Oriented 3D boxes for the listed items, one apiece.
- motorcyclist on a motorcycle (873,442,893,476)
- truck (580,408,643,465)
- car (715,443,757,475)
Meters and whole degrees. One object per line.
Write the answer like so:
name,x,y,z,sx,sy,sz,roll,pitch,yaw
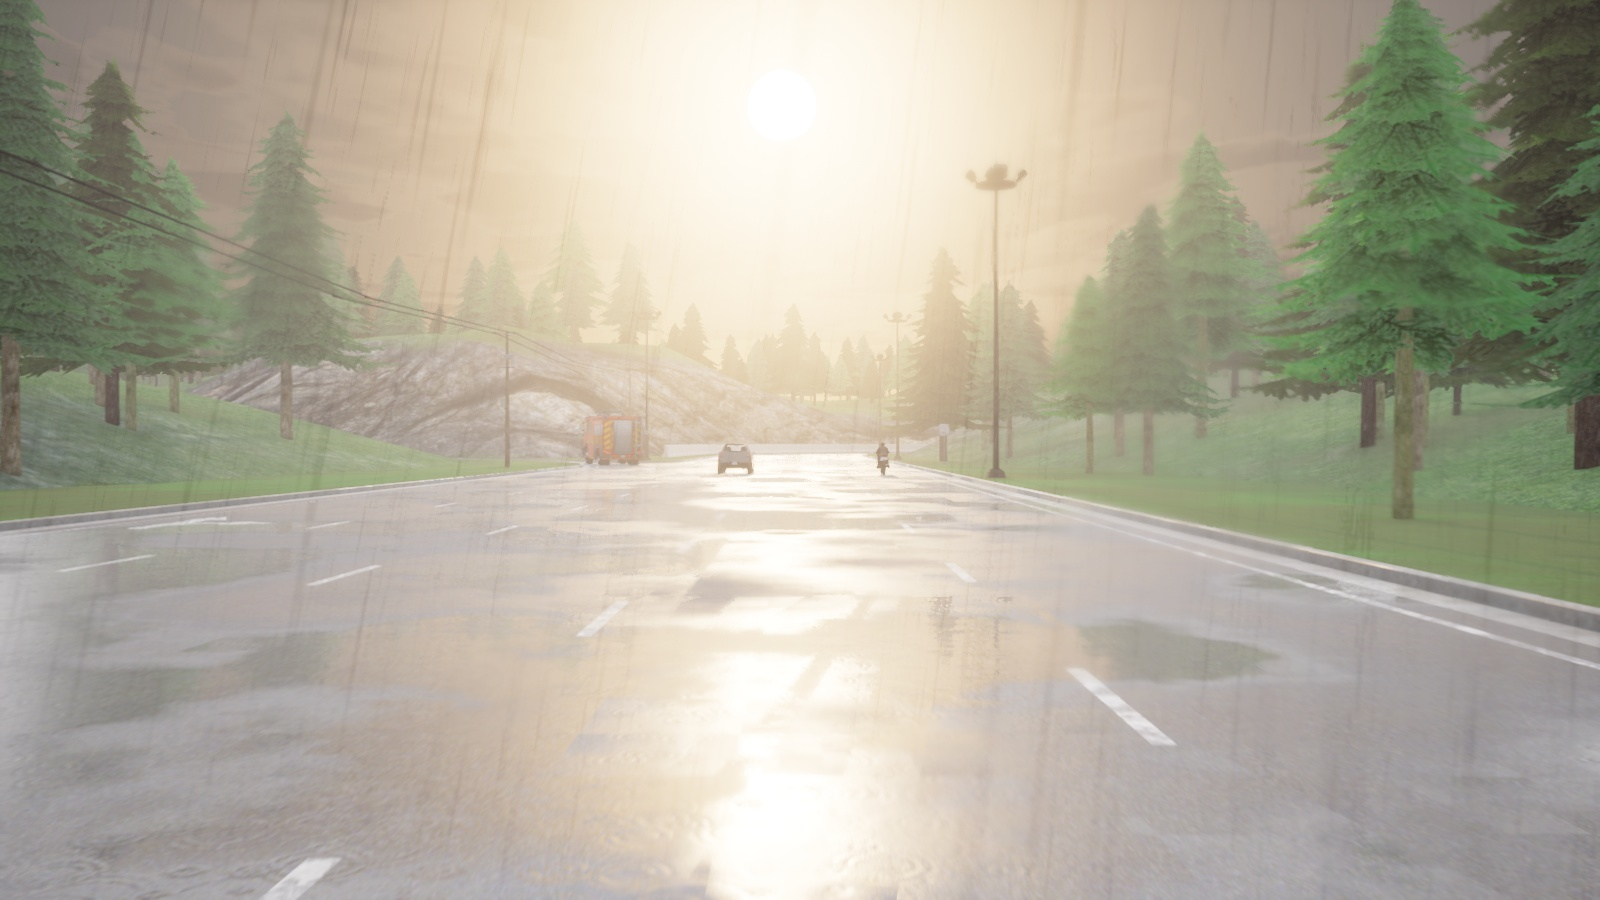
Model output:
motorcyclist on a motorcycle,3.849,0.405,58.608,0.797,1.523,2.044,0,0,0
truck,-13.330,-0.921,88.363,2.891,3.827,8.468,0,0,-19
car,-3.130,0.413,62.012,1.845,1.501,3.633,0,1,0
